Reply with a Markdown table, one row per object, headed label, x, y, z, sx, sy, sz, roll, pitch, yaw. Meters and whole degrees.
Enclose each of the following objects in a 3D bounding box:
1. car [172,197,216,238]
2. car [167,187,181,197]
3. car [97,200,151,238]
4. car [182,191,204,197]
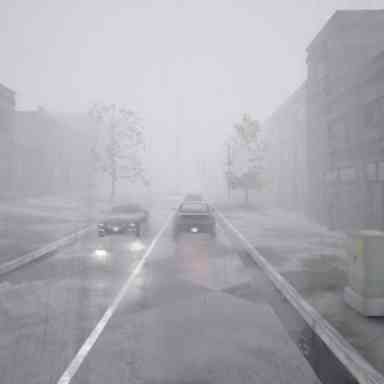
| label | x | y | z | sx | sy | sz | roll | pitch | yaw |
| --- | --- | --- | --- | --- | --- | --- | --- | --- | --- |
| car | 0.102 | 1.204 | 15.823 | 1.837 | 1.490 | 4.892 | 0 | 2 | 0 |
| car | -3.055 | -0.107 | 57.117 | 2.097 | 1.767 | 4.553 | 0 | 2 | 0 |
| car | -3.097 | 1.200 | 15.915 | 1.837 | 1.490 | 4.892 | 0 | 2 | 0 |
| car | 0.104 | 0.696 | 33.908 | 1.837 | 1.490 | 4.892 | 0 | 2 | 0 |
